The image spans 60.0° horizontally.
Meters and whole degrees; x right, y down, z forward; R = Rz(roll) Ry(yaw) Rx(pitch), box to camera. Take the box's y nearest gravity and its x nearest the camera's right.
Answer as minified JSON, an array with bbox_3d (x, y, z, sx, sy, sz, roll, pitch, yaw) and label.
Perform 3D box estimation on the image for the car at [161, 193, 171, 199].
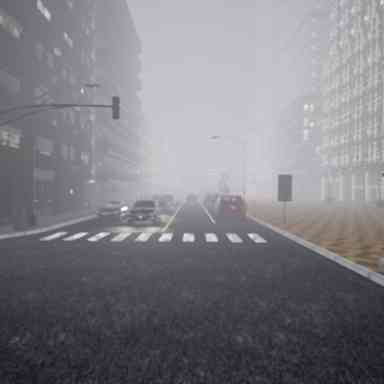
[{"bbox_3d":[-5.710,0.869,73.821,1.752,1.417,4.829,0,0,0],"label":"car"}]

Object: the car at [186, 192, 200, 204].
[{"bbox_3d":[-0.010,1.102,53.447,1.994,1.385,4.181,0,0,0],"label":"car"}]

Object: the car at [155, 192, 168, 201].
[{"bbox_3d":[-5.706,0.863,62.937,1.967,1.590,4.097,0,0,0],"label":"car"}]

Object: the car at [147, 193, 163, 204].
[{"bbox_3d":[-5.703,0.945,51.885,1.967,1.590,4.097,0,0,0],"label":"car"}]

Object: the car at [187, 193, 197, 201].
[{"bbox_3d":[-0.012,0.941,63.447,1.882,1.535,5.008,0,0,0],"label":"car"}]

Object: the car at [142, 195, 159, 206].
[{"bbox_3d":[-5.701,1.091,46.358,1.887,1.381,4.507,0,0,0],"label":"car"}]

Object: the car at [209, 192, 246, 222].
[{"bbox_3d":[2.687,1.102,24.254,2.192,1.841,5.009,0,0,0],"label":"car"}]

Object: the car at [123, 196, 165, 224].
[{"bbox_3d":[-3.100,1.262,22.447,1.837,1.490,4.892,0,0,0],"label":"car"}]

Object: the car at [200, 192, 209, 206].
[{"bbox_3d":[2.679,0.927,46.359,2.192,1.841,5.009,0,0,0],"label":"car"}]

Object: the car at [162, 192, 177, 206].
[{"bbox_3d":[-3.085,1.095,43.262,1.837,1.490,4.892,0,0,0],"label":"car"}]

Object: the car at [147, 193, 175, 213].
[{"bbox_3d":[-3.099,1.163,32.847,2.128,1.511,4.902,0,0,0],"label":"car"}]

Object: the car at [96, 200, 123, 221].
[{"bbox_3d":[-5.694,1.272,24.253,2.008,1.369,4.403,0,0,0],"label":"car"}]

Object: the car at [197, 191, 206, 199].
[{"bbox_3d":[2.370,0.702,82.486,2.097,1.767,4.553,0,0,0],"label":"car"}]

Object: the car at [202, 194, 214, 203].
[{"bbox_3d":[2.675,1.074,57.415,1.887,1.381,4.507,0,0,0],"label":"car"}]

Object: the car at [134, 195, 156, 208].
[{"bbox_3d":[-5.699,1.139,40.832,2.008,1.369,4.403,0,0,0],"label":"car"}]

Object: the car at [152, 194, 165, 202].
[{"bbox_3d":[-5.705,1.046,57.413,1.802,1.307,4.206,0,0,0],"label":"car"}]
